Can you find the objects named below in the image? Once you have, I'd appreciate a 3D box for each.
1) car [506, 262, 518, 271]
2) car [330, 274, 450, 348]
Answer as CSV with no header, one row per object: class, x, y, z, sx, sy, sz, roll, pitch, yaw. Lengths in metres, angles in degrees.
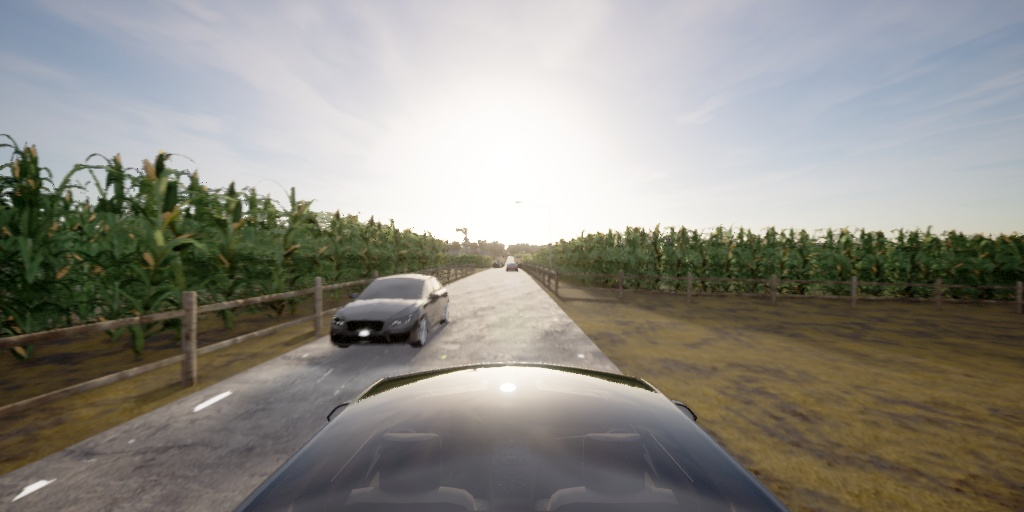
car,-0.007,1.792,59.090,1.994,1.385,4.181,0,-1,0
car,-2.825,1.261,9.314,1.837,1.490,4.892,0,-1,0
